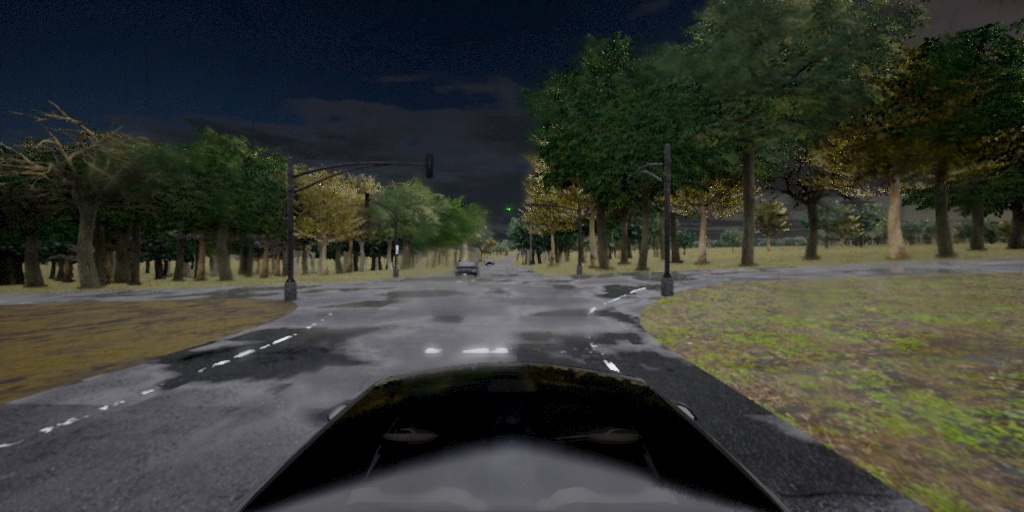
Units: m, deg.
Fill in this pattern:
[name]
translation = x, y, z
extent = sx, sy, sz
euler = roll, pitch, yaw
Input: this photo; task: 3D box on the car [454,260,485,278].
[car]
translation = -3.781, 1.118, 31.186
extent = 2.033, 1.411, 5.357
euler = 0, 0, -1
